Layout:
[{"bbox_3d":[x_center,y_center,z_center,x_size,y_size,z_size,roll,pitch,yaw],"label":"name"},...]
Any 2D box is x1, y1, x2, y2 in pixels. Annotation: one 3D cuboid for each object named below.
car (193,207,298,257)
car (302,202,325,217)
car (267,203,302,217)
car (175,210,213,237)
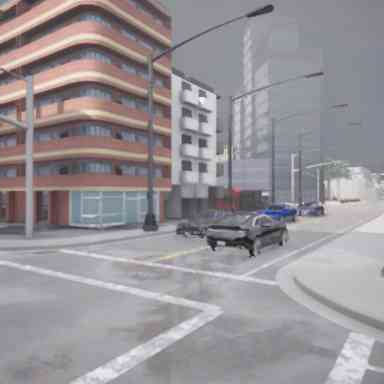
[{"bbox_3d":[2.412,1.599,13.669,2.128,1.511,4.902,0,-1,35],"label":"car"},{"bbox_3d":[12.506,1.793,34.818,1.812,1.442,4.674,0,-1,35],"label":"car"},{"bbox_3d":[6.882,1.685,26.643,1.882,1.535,5.008,0,-1,34],"label":"car"},{"bbox_3d":[1.291,1.694,18.490,2.033,1.411,5.357,0,-1,34],"label":"car"}]
